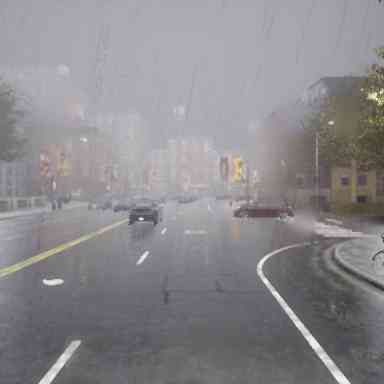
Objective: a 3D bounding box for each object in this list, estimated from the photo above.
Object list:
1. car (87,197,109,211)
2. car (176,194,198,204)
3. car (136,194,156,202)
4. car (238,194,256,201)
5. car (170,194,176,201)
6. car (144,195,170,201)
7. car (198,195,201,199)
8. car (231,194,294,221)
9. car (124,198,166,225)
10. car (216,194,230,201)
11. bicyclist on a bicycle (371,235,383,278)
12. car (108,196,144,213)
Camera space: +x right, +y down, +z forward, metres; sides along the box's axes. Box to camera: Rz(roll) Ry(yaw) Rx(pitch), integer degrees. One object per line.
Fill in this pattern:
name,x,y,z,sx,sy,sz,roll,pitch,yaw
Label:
car,-10.172,1.342,37.247,2.128,1.511,4.902,0,0,1
car,-0.896,1.328,59.264,1.994,1.385,4.181,0,0,15
car,-9.162,1.252,67.168,2.002,1.452,4.674,0,0,20
car,12.709,1.250,76.627,4.181,1.385,1.994,0,0,-42
car,-4.003,1.242,71.199,2.128,1.511,4.902,0,0,25
car,-5.712,1.328,55.014,2.033,1.411,5.357,0,0,10
car,-0.680,1.262,70.036,2.033,1.411,5.357,0,0,28
car,5.615,1.249,26.059,4.553,1.767,2.097,0,0,17
car,-3.154,1.412,23.277,1.837,1.490,4.892,0,0,1
car,7.576,1.176,76.195,1.882,1.535,5.008,0,0,40
bicyclist on a bicycle,5.125,1.269,7.981,1.656,1.620,0.582,0,0,1
car,-6.728,1.410,34.428,2.033,1.411,5.357,0,0,1
